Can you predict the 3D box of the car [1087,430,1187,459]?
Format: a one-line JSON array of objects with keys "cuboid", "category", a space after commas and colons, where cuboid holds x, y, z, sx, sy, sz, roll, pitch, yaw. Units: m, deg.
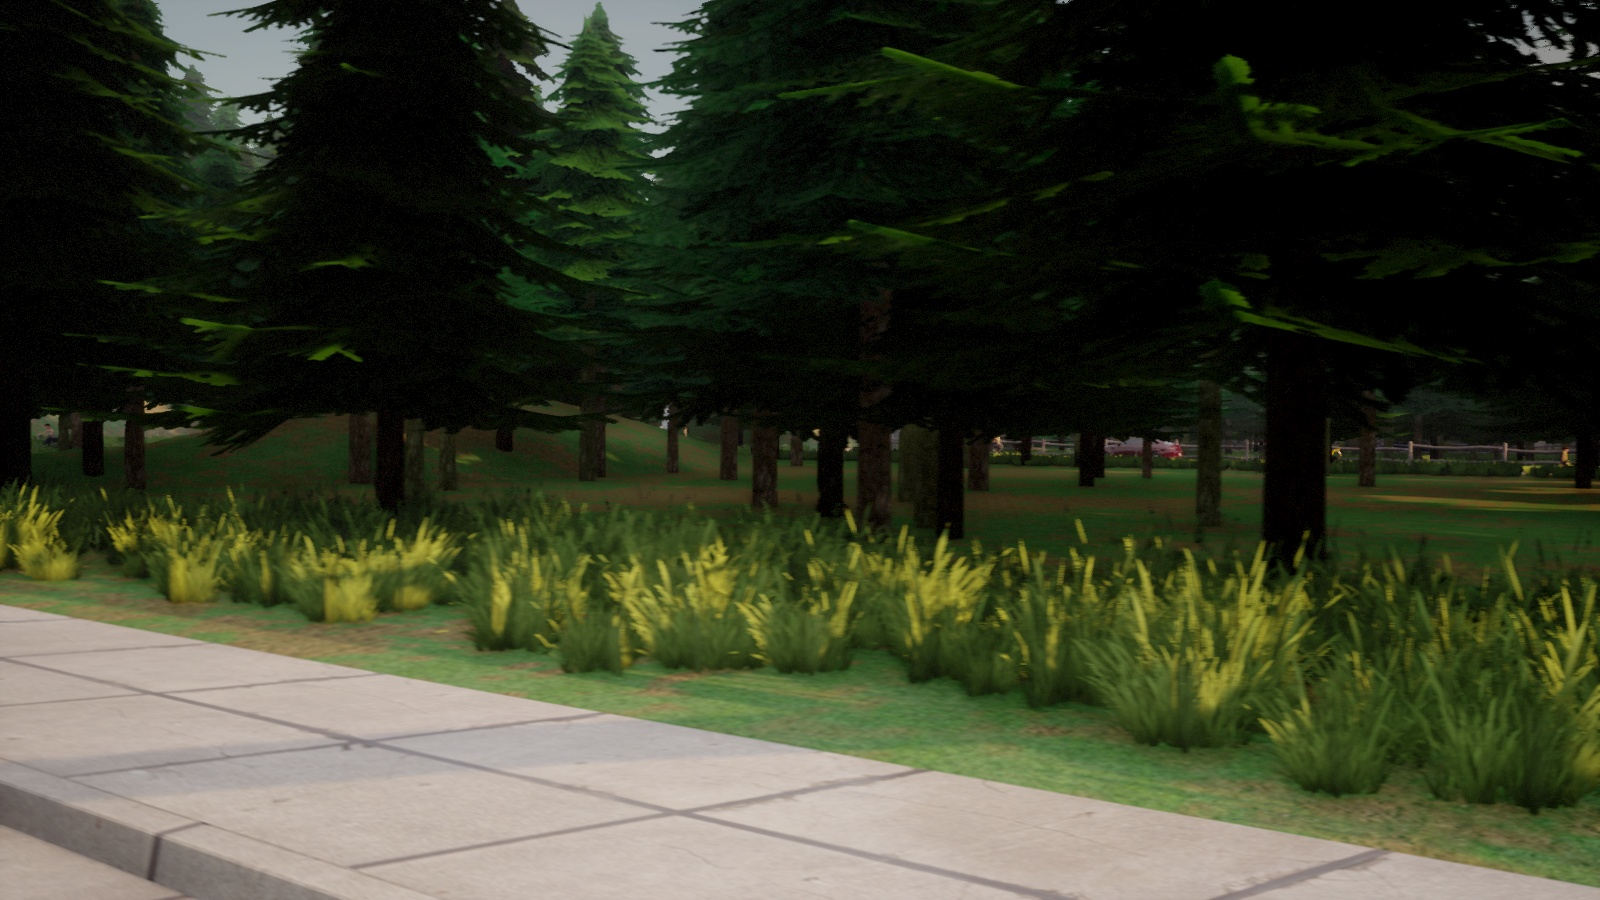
[{"cuboid": [17.429, -0.288, 65.023, 4.674, 1.442, 1.812, 0, 1, 36], "category": "car"}]
